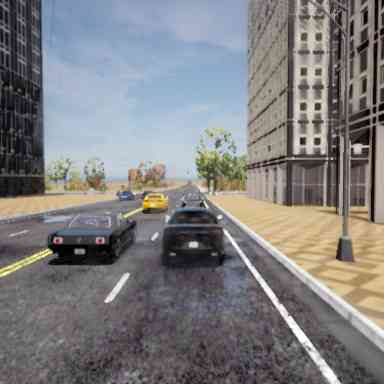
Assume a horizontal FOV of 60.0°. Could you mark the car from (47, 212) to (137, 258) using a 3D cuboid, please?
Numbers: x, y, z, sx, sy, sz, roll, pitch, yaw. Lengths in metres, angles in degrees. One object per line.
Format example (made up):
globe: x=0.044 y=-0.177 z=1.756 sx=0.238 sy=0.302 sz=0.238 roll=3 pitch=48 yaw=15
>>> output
car: x=-3.185 y=1.365 z=11.720 sx=1.895 sy=1.301 sz=4.718 roll=0 pitch=1 yaw=0

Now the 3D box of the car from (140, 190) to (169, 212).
car: x=-3.167 y=0.882 z=29.634 sx=1.882 sy=1.535 sz=5.008 roll=0 pitch=1 yaw=0

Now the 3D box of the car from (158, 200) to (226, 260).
car: x=0.063 y=1.246 z=11.549 sx=1.882 sy=1.535 sz=5.008 roll=0 pitch=1 yaw=0

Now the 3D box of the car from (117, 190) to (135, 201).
car: x=-9.820 y=0.510 z=50.142 sx=1.812 sy=1.442 sz=4.674 roll=0 pitch=1 yaw=0

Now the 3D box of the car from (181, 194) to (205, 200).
car: x=0.075 y=0.927 z=28.136 sx=2.128 sy=1.511 sz=4.902 roll=0 pitch=1 yaw=0
